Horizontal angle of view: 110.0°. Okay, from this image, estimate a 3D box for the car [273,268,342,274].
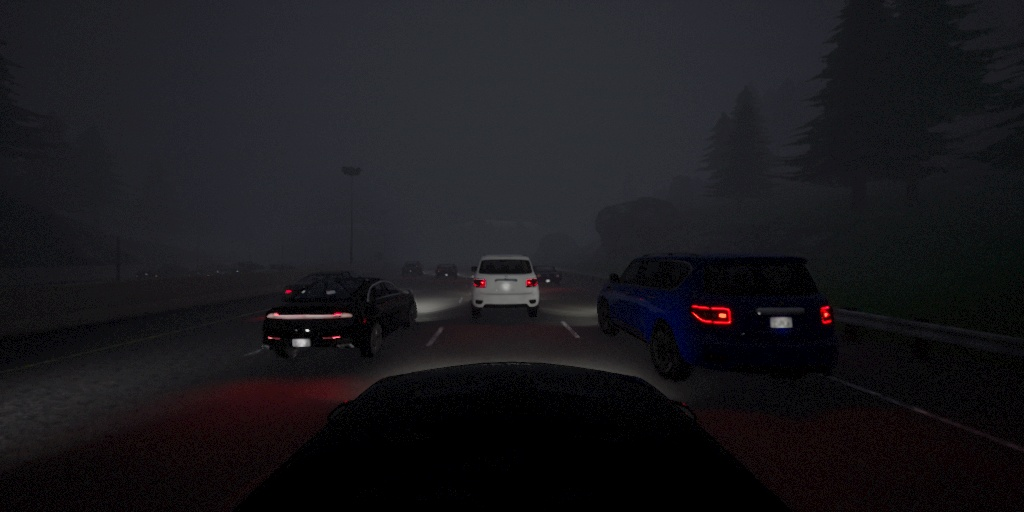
[{"bbox_3d":[-7.451,1.301,15.143,2.033,1.411,5.357,0,0,-4],"label":"car"}]

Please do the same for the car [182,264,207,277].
[{"bbox_3d":[-27.271,1.344,32.776,1.994,1.385,4.181,0,0,-10],"label":"car"}]

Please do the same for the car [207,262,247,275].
[{"bbox_3d":[-23.517,1.265,31.292,2.128,1.511,4.902,0,0,-9],"label":"car"}]

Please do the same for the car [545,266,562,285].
[{"bbox_3d":[2.098,1.329,25.534,1.895,1.301,4.718,0,0,-6],"label":"car"}]

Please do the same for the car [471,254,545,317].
[{"bbox_3d":[-0.332,0.963,13.283,2.150,2.045,5.566,0,0,-3],"label":"car"}]

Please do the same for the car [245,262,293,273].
[{"bbox_3d":[-19.822,1.367,30.119,1.895,1.301,4.718,0,0,-8],"label":"car"}]

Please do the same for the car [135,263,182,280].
[{"bbox_3d":[-30.648,1.350,31.681,1.994,1.385,4.181,0,0,-9],"label":"car"}]

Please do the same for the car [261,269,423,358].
[{"bbox_3d":[-3.624,1.243,8.459,2.128,1.511,4.902,0,0,-2],"label":"car"}]

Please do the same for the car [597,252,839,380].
[{"bbox_3d":[3.433,0.961,7.365,2.150,2.045,5.566,0,0,-2],"label":"car"}]

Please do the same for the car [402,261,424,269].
[{"bbox_3d":[-10.254,1.234,37.127,2.128,1.511,4.902,0,0,-10],"label":"car"}]

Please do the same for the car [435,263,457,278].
[{"bbox_3d":[-5.995,1.338,33.078,1.895,1.301,4.718,0,0,-9],"label":"car"}]
